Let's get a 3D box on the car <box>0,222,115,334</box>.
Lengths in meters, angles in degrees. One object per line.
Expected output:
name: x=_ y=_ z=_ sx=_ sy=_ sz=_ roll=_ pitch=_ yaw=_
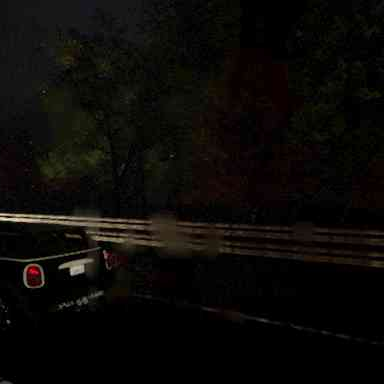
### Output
car: x=-3.838 y=1.428 z=7.095 sx=4.553 sy=1.767 sz=2.097 roll=0 pitch=0 yaw=33
